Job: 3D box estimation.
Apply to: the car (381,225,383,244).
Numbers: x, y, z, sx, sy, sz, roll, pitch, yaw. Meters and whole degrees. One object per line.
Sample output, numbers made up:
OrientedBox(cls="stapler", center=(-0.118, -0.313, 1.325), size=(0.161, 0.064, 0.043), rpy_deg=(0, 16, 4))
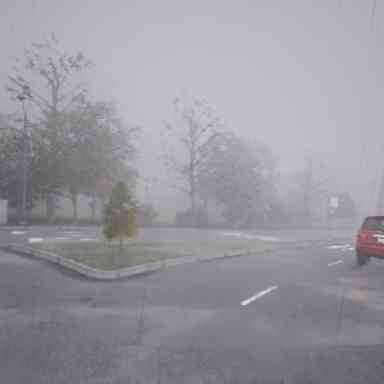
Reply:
OrientedBox(cls="car", center=(18.144, 3.708, 28.653), size=(5.008, 1.535, 1.882), rpy_deg=(6, -4, -43))

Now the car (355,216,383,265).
OrientedBox(cls="car", center=(8.834, 2.121, 14.402), size=(2.150, 2.045, 5.566), rpy_deg=(1, -4, 41))
